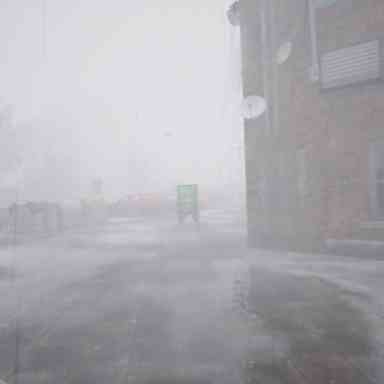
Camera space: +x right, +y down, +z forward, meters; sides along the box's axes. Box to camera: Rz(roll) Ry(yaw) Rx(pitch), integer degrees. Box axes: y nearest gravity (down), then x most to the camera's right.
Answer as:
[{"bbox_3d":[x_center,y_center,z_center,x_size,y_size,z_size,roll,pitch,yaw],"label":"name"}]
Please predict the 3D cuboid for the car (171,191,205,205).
[{"bbox_3d":[-1.726,1.054,37.081,5.366,1.575,1.946,-2,2,24],"label":"car"}]

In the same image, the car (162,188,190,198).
[{"bbox_3d":[-3.053,0.185,64.415,4.792,1.488,2.163,-2,2,24],"label":"car"}]

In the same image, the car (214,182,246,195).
[{"bbox_3d":[6.637,-0.225,55.967,4.553,1.767,2.185,-2,2,24],"label":"car"}]

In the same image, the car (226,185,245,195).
[{"bbox_3d":[5.504,0.103,53.270,4.674,1.452,2.002,-2,2,24],"label":"car"}]

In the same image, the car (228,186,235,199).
[{"bbox_3d":[3.146,0.425,47.761,4.792,1.488,2.163,-2,2,24],"label":"car"}]

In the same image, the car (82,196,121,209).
[{"bbox_3d":[-11.970,1.439,43.961,4.674,1.452,2.002,-2,2,24],"label":"car"}]

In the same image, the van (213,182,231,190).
[{"bbox_3d":[8.121,-1.626,89.959,4.442,1.987,1.878,-2,2,24],"label":"van"}]

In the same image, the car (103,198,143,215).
[{"bbox_3d":[-7.230,1.509,35.357,1.994,1.385,4.181,-2,2,23],"label":"car"}]

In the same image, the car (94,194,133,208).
[{"bbox_3d":[-10.903,1.251,46.402,4.892,1.521,2.231,-2,2,24],"label":"car"}]

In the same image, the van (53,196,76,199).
[{"bbox_3d":[-14.097,1.474,38.790,4.442,1.987,1.878,-2,2,24],"label":"van"}]

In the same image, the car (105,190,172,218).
[{"bbox_3d":[-5.066,1.210,29.027,5.566,2.045,2.435,-2,1,24],"label":"car"}]

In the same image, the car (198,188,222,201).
[{"bbox_3d":[0.836,0.717,42.502,4.892,1.521,2.231,-2,2,24],"label":"car"}]

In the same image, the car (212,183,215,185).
[{"bbox_3d":[2.448,-0.589,77.231,4.792,1.488,2.163,-2,2,24],"label":"car"}]

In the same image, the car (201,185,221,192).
[{"bbox_3d":[4.699,-0.891,82.338,4.674,1.452,2.002,-2,2,24],"label":"car"}]

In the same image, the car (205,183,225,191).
[{"bbox_3d":[5.770,-1.210,84.903,4.553,1.767,2.185,-2,2,24],"label":"car"}]

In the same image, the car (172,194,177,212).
[{"bbox_3d":[-3.849,1.343,31.717,5.008,1.535,2.097,-2,2,24],"label":"car"}]

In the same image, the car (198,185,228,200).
[{"bbox_3d":[1.970,0.433,45.063,4.553,1.767,2.185,-2,2,24],"label":"car"}]

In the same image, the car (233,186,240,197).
[{"bbox_3d":[4.286,0.273,50.465,4.674,1.452,2.002,-2,2,24],"label":"car"}]

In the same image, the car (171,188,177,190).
[{"bbox_3d":[-5.390,0.350,59.205,4.553,1.767,2.185,-2,2,24],"label":"car"}]

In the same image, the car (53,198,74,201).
[{"bbox_3d":[-15.304,1.833,36.269,4.892,1.521,2.231,-2,1,24],"label":"car"}]

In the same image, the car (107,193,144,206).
[{"bbox_3d":[-9.754,1.090,49.080,4.892,1.521,2.231,-2,2,24],"label":"car"}]

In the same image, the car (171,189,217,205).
[{"bbox_3d":[-0.218,0.876,39.625,5.366,1.575,1.946,-2,2,24],"label":"car"}]

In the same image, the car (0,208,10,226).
[{"bbox_3d":[-14.535,1.989,25.744,2.033,1.411,5.357,-2,0,18],"label":"car"}]

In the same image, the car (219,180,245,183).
[{"bbox_3d":[7.803,-0.509,58.515,5.566,2.045,2.435,-2,2,24],"label":"car"}]

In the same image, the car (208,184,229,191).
[{"bbox_3d":[6.871,-1.234,87.338,5.008,1.535,2.097,-2,2,24],"label":"car"}]
